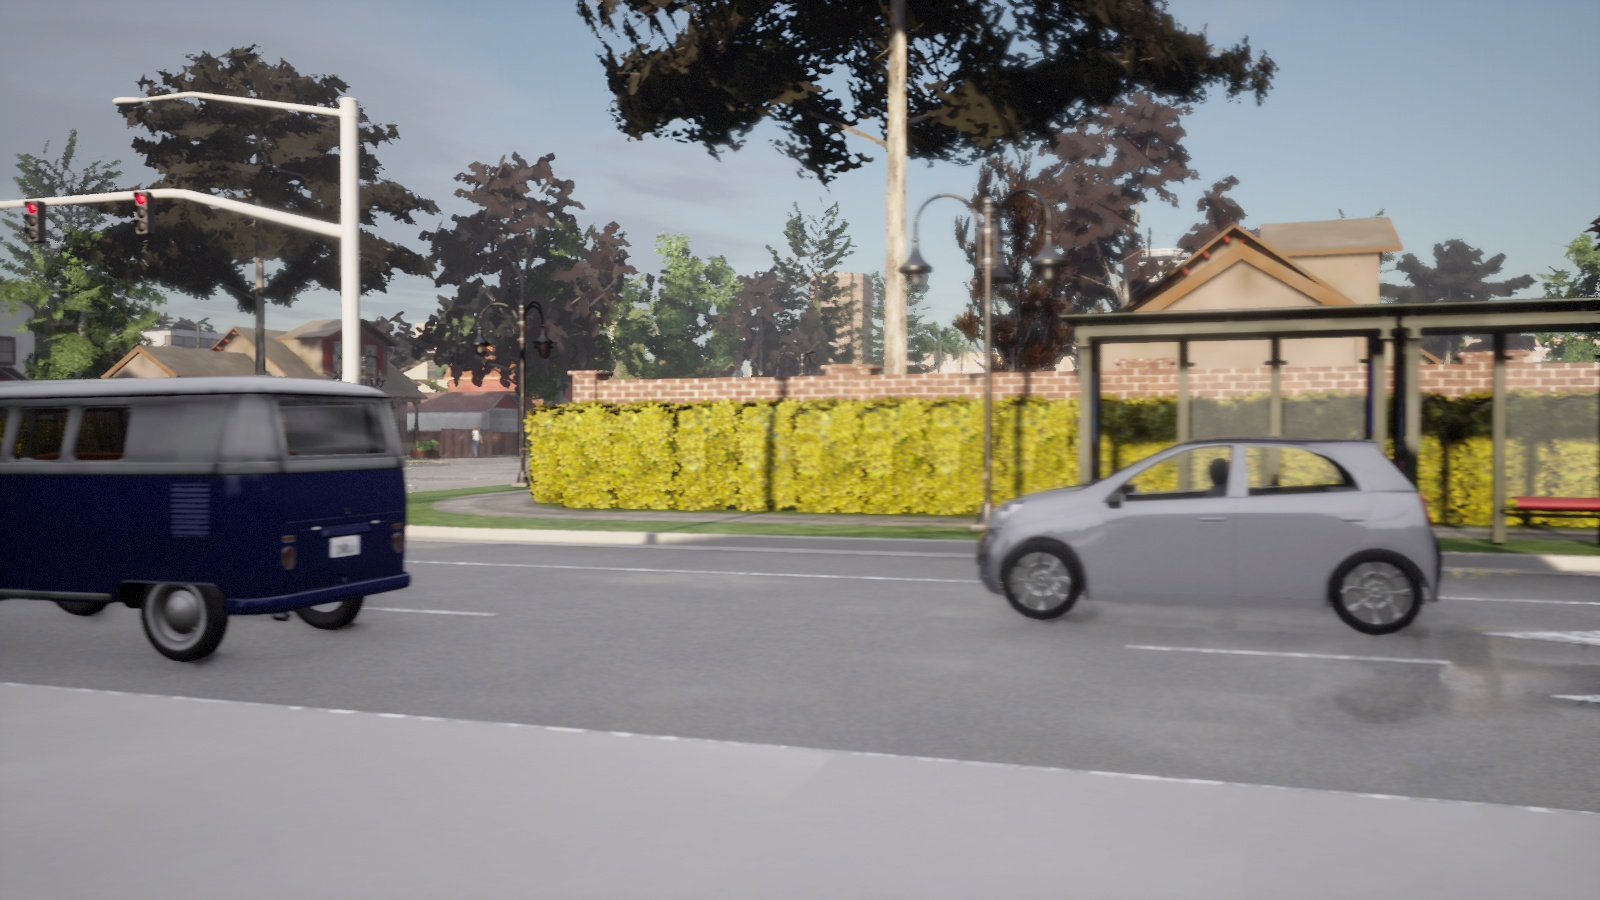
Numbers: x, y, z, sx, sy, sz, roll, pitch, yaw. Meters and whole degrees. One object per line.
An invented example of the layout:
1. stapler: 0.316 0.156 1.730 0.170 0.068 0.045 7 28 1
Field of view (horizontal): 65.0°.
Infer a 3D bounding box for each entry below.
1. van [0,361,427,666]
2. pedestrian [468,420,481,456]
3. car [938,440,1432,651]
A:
1. van: -5.329 0.398 9.738 4.442 1.987 1.775 0 1 19
2. pedestrian: -16.847 -0.618 64.993 0.354 1.836 0.706 1 1 17
3. car: 3.152 0.683 10.577 3.633 1.501 1.845 1 1 19
